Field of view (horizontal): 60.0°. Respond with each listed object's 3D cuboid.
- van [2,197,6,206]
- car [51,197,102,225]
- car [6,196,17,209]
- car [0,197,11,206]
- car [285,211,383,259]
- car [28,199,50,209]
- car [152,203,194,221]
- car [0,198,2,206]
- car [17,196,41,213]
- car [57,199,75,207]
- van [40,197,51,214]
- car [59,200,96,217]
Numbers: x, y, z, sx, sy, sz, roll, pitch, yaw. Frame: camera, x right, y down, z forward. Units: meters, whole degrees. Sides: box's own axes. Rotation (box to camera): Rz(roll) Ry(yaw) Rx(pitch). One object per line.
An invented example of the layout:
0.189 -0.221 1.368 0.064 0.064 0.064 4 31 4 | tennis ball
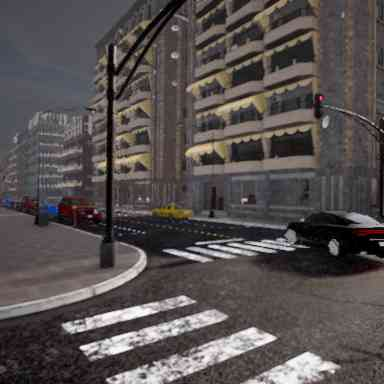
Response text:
-27.445 1.421 50.928 1.690 1.788 3.998 1 -1 -35 | van
-8.070 1.270 23.656 2.192 1.841 5.009 1 -1 -35 | car
-24.218 1.609 46.381 2.008 1.369 4.403 1 -1 -35 | car
-33.969 1.670 59.968 1.887 1.381 4.507 1 -1 -35 | car
5.353 1.450 12.518 1.882 1.535 5.008 2 -1 -10 | car
-21.948 1.697 47.619 1.994 1.385 4.181 1 -1 -35 | car
-1.748 1.601 28.358 1.752 1.417 4.829 1 -1 -35 | car
-30.696 1.543 55.455 1.967 1.590 4.097 1 -1 -35 | car
-17.758 1.329 37.292 2.192 1.841 5.009 1 -1 -35 | car
-21.025 1.782 55.491 1.802 1.307 4.206 1 -1 -35 | car
-11.300 1.315 28.202 1.690 1.788 3.998 1 -1 -35 | van
-11.257 1.570 32.399 2.033 1.411 5.357 1 -1 -35 | car
